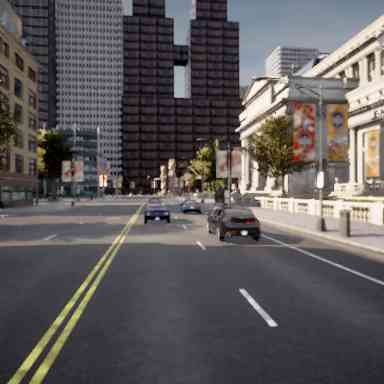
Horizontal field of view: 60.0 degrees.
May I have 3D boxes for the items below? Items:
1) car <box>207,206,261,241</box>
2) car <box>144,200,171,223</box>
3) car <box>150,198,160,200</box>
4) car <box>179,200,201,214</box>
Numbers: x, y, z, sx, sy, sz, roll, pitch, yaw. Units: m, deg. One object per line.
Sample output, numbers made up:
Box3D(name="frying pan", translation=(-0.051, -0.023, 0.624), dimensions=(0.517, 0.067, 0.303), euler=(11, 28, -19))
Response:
Box3D(name="car", translation=(1.913, 1.448, 16.287), dimensions=(1.837, 1.490, 4.892), euler=(0, 0, -7))
Box3D(name="car", translation=(-2.649, 1.543, 25.206), dimensions=(1.895, 1.301, 4.718), euler=(0, 0, -7))
Box3D(name="car", translation=(-4.572, 1.455, 41.189), dimensions=(2.033, 1.411, 5.357), euler=(0, 0, -7))
Box3D(name="car", translation=(-0.238, 1.467, 34.438), dimensions=(1.994, 1.385, 4.181), euler=(0, 0, -7))
